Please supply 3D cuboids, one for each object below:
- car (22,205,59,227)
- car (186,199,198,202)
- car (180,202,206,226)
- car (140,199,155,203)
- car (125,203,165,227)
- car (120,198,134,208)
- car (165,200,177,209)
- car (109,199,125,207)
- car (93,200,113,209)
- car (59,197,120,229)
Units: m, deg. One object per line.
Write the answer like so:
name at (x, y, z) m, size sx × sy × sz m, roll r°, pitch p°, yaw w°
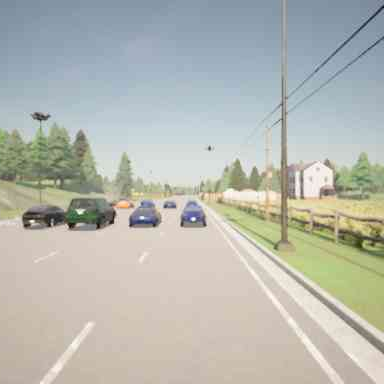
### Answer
car at (-10.397, 1.680, 24.037) m, size 1.837 × 1.490 × 4.892 m, roll 0°, pitch 0°, yaw 0°
car at (0.009, 1.915, 53.099) m, size 1.812 × 1.442 × 4.674 m, roll 0°, pitch 0°, yaw 0°
car at (0.090, 1.710, 25.034) m, size 1.812 × 1.442 × 4.674 m, roll 0°, pitch 0°, yaw 0°
car at (-6.995, 1.860, 52.230) m, size 1.882 × 1.535 × 5.008 m, roll 0°, pitch 0°, yaw 0°
car at (-3.398, 1.745, 24.681) m, size 1.994 × 1.385 × 4.181 m, roll 0°, pitch 0°, yaw 0°
car at (-10.493, 1.736, 52.707) m, size 2.097 × 1.767 × 4.553 m, roll 0°, pitch -1°, yaw 0°
car at (-3.491, 1.953, 53.027) m, size 1.994 × 1.385 × 4.181 m, roll 0°, pitch 0°, yaw 0°
car at (-13.995, 2.021, 62.492) m, size 1.994 × 1.385 × 4.181 m, roll 0°, pitch 0°, yaw 0°
car at (-13.996, 1.985, 52.519) m, size 1.895 × 1.301 × 4.718 m, roll 0°, pitch 0°, yaw 0°
car at (-6.898, 1.391, 23.178) m, size 2.150 × 2.045 × 5.566 m, roll 0°, pitch 0°, yaw 0°
